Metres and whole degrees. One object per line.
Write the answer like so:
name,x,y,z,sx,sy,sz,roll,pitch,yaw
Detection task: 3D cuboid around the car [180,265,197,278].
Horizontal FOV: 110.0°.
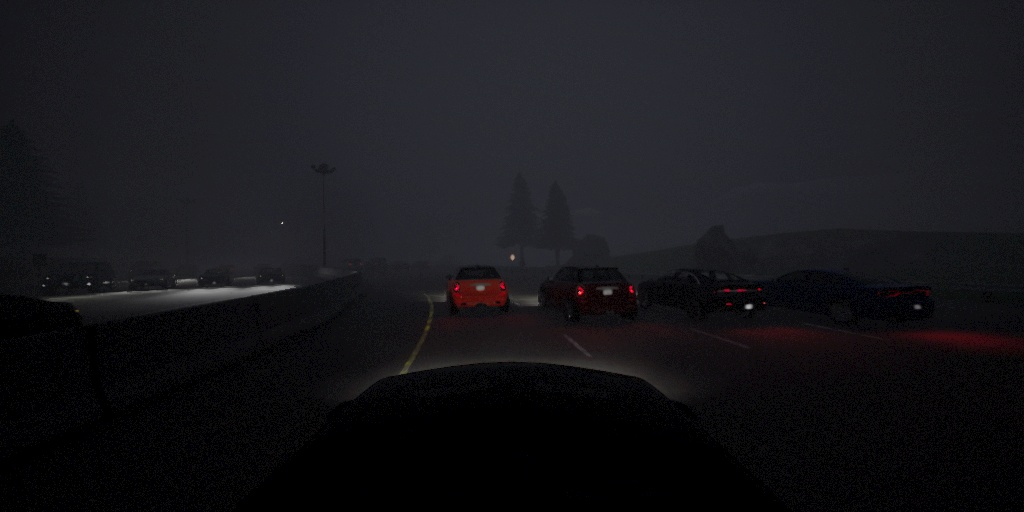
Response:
car,-36.679,1.745,40.522,2.128,1.511,4.902,-1,0,-37

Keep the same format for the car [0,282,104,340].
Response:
car,-10.897,1.422,6.526,1.812,1.442,4.674,0,0,-6

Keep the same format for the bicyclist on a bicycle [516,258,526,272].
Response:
bicyclist on a bicycle,1.239,1.109,45.311,1.656,1.620,0.582,25,-14,-34

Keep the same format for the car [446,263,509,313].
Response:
car,-1.536,1.135,14.422,2.097,1.767,4.553,-1,0,-12

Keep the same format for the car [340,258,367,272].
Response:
car,-23.226,1.312,51.844,2.150,2.045,5.566,-1,0,-37

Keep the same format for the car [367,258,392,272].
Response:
car,-20.431,1.278,53.950,2.150,2.045,5.566,-1,0,-37

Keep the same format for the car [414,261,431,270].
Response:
car,-14.820,1.492,58.138,1.837,1.490,4.892,-1,0,-37

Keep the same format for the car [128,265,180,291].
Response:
car,-25.853,1.631,25.925,1.812,1.442,4.674,-1,0,-35

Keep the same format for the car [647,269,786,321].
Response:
car,6.080,1.175,12.207,2.128,1.511,4.902,0,0,-10

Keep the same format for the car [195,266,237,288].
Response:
car,-23.053,1.672,28.063,1.895,1.301,4.718,-1,0,-35

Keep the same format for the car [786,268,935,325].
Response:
car,9.740,1.115,11.386,1.882,1.535,5.008,0,0,-9

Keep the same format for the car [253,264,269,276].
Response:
car,-30.209,1.699,43.557,1.812,1.442,4.674,-1,0,-37

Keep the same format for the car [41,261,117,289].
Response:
car,-28.844,1.365,24.125,2.150,2.045,5.566,-1,0,-35

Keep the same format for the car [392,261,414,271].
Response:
car,-17.615,1.499,56.032,1.882,1.535,5.008,-1,0,-37

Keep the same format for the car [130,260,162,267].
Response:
car,-40.655,1.523,40.005,2.150,2.045,5.566,-1,0,-36

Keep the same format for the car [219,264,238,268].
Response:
car,-33.294,1.689,41.837,1.882,1.535,5.008,-1,0,-37

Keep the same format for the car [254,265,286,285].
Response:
car,-19.997,1.634,29.787,1.895,1.301,4.718,-1,0,-35

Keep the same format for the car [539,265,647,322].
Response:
car,2.403,1.081,12.478,2.097,1.767,4.553,-1,0,-10
